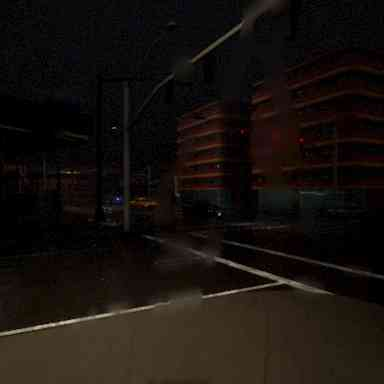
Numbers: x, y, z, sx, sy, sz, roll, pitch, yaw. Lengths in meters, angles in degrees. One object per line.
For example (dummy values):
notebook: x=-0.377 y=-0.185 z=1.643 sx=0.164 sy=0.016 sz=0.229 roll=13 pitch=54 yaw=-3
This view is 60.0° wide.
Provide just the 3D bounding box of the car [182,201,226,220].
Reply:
car: x=0.896 y=1.483 z=28.056 sx=2.128 sy=1.511 sz=4.902 roll=0 pitch=0 yaw=-30

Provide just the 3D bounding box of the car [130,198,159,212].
car: x=-5.593 y=1.467 z=39.098 sx=1.882 sy=1.535 sz=5.008 roll=0 pitch=0 yaw=-30

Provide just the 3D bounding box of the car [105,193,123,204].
car: x=-14.251 y=1.337 z=61.102 sx=2.097 sy=1.767 sz=4.553 roll=0 pitch=0 yaw=-30

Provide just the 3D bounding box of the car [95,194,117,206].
car: x=-14.409 y=1.480 z=54.158 sx=2.128 sy=1.511 sz=4.902 roll=0 pitch=0 yaw=-30

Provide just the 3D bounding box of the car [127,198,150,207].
car: x=-8.335 y=1.587 z=51.046 sx=1.895 sy=1.301 sz=4.718 roll=0 pitch=0 yaw=-30
